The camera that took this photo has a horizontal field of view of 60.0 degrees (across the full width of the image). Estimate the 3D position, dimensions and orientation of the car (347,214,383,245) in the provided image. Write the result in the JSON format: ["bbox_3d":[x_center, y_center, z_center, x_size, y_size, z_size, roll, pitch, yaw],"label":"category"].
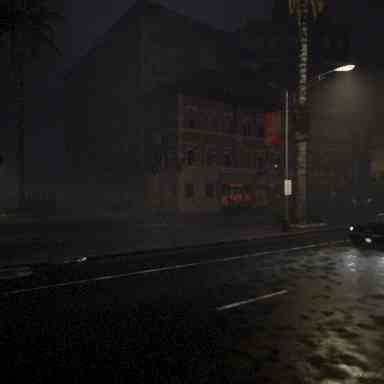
[{"bbox_3d":[8.799,1.600,14.447,4.718,1.301,1.895,0,0,-35],"label":"car"}]
